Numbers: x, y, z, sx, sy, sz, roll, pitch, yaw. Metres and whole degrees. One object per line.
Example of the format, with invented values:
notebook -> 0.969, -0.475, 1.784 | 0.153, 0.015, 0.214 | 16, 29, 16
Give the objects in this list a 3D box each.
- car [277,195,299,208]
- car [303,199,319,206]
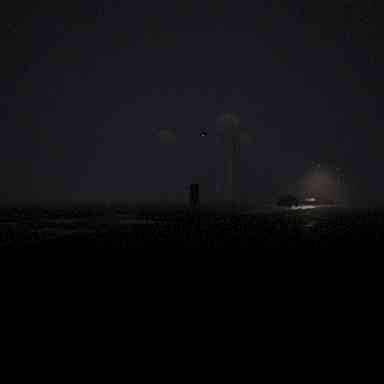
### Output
car -> 15.653, 1.478, 54.127 | 2.150, 2.045, 5.566 | 1, 0, 35
car -> 23.185, 1.941, 64.707 | 1.895, 1.301, 4.718 | 1, 0, 35
